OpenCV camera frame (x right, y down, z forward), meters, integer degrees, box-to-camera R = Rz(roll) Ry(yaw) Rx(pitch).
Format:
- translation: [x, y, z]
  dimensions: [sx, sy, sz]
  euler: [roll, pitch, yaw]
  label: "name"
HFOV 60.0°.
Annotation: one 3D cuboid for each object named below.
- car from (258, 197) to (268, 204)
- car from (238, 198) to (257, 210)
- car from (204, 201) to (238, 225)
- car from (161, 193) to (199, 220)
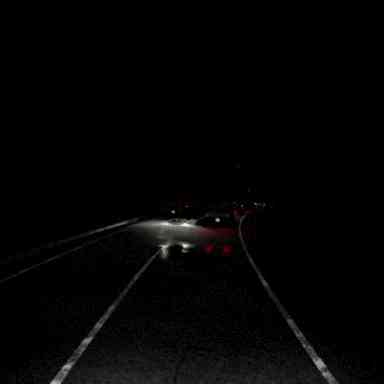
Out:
- translation: [14.046, 1.530, 65.915]
  dimensions: [2.033, 1.411, 5.357]
  euler: [3, 1, 30]
  label: "car"
- translation: [6.733, 1.453, 42.015]
  dimensions: [1.812, 1.442, 4.674]
  euler: [2, 1, 19]
  label: "car"
- translation: [2.052, 1.535, 23.794]
  dimensions: [1.895, 1.301, 4.718]
  euler: [1, 0, 10]
  label: "car"
- translation: [-0.835, 1.081, 27.175]
  dimensions: [2.150, 2.045, 5.566]
  euler: [1, 0, 11]
  label: "car"
